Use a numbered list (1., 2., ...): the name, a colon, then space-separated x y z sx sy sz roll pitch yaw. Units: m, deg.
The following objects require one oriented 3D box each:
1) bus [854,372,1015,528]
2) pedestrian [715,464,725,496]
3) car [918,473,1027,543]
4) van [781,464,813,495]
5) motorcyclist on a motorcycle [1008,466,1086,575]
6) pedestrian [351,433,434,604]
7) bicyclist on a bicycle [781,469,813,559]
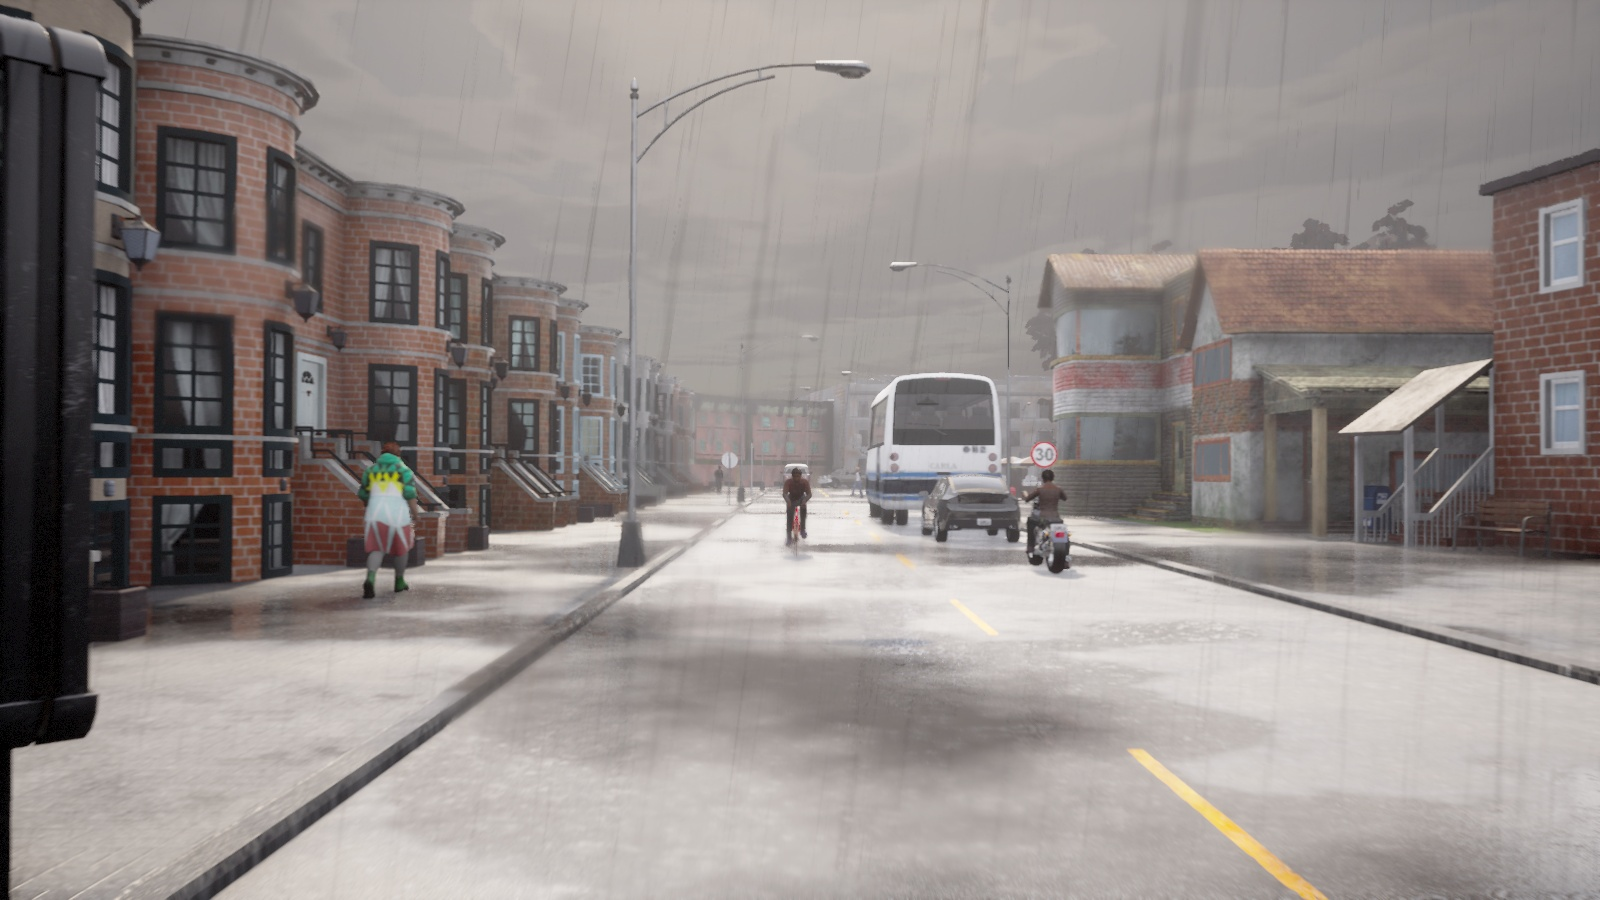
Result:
1. bus: 3.892 0.083 39.466 3.944 4.253 10.273 0 -1 0
2. pedestrian: -4.828 1.815 75.933 0.402 1.930 0.666 0 -1 -24
3. car: 3.932 1.296 29.374 1.837 1.490 4.892 0 -1 0
4. van: -0.217 1.935 83.368 2.069 2.038 4.480 0 -1 0
5. motorcyclist on a motorcycle: 3.953 1.088 20.278 0.766 1.649 2.350 0 -1 0
6. pedestrian: -4.802 0.792 14.828 0.659 1.952 0.873 0 -1 3
7. bicyclist on a bicycle: -0.055 1.158 23.330 0.582 1.620 1.656 0 -1 0
